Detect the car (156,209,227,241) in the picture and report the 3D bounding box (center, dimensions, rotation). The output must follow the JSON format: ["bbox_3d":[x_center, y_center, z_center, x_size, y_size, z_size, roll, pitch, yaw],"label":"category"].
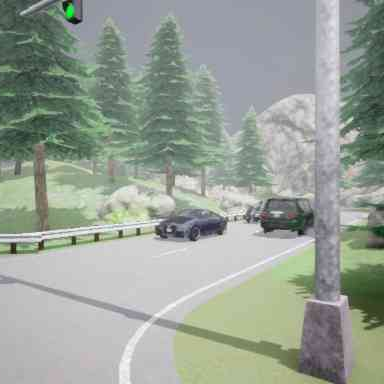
[{"bbox_3d":[0.084,1.579,16.921,1.994,1.385,4.181,0,0,35],"label":"car"}]

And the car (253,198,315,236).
[{"bbox_3d":[5.758,1.352,18.809,2.150,2.045,5.566,0,-1,35],"label":"car"}]

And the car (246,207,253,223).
[{"bbox_3d":[5.731,1.507,25.108,2.128,1.511,4.902,0,0,35],"label":"car"}]

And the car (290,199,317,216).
[{"bbox_3d":[11.316,1.520,33.664,1.837,1.490,4.892,0,0,28],"label":"car"}]
